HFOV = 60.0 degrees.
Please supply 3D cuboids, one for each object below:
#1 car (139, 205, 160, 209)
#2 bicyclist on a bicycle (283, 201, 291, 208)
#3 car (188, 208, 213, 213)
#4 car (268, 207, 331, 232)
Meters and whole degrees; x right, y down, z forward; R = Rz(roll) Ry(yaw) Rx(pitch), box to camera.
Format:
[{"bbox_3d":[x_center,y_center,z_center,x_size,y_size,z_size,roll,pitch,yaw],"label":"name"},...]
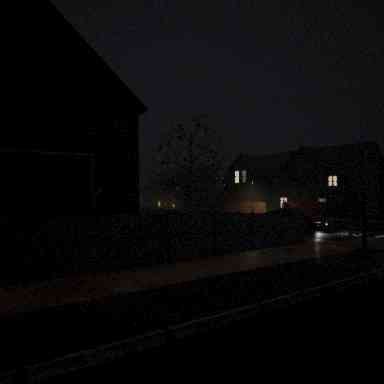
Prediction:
[{"bbox_3d":[-5.075,2.298,39.723,1.882,1.535,5.008,-1,-1,-35],"label":"car"},{"bbox_3d":[8.682,1.667,30.490,1.656,1.620,0.582,-1,0,-36],"label":"bicyclist on a bicycle"},{"bbox_3d":[1.137,2.168,31.006,1.895,1.301,4.718,-1,-1,-36],"label":"car"},{"bbox_3d":[7.006,1.832,22.771,1.837,1.490,4.892,-1,-1,-36],"label":"car"}]
